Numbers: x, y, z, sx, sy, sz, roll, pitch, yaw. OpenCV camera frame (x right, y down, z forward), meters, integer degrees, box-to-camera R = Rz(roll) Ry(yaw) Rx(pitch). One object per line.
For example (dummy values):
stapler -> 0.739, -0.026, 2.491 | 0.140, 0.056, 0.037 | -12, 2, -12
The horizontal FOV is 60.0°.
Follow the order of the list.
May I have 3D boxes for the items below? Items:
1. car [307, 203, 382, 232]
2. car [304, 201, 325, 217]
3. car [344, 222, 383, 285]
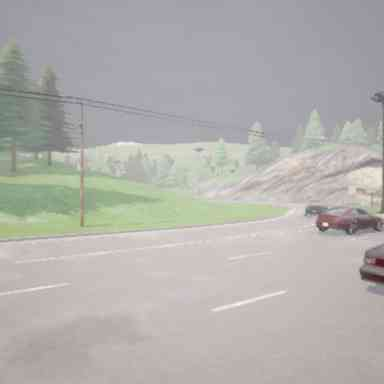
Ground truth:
car -> 8.801, 1.519, 18.612 | 4.674, 1.442, 1.812 | 0, 0, -35
car -> 11.549, 1.516, 30.776 | 1.812, 1.442, 4.674 | 1, 0, 26
car -> 6.249, 1.543, 8.198 | 5.357, 1.411, 2.033 | 0, 0, -35
